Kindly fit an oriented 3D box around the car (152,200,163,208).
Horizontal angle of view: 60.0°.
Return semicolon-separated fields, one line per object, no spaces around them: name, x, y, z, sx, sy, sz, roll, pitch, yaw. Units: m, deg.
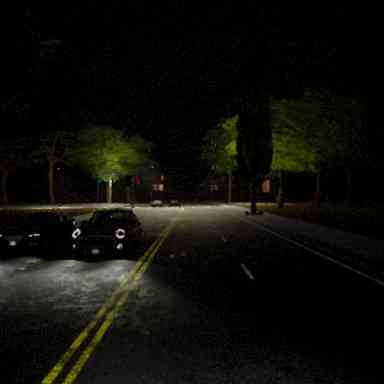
car;-6.451;2.262;62.638;2.033;1.411;5.357;0;-1;0

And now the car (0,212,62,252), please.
car;-6.588;1.647;14.679;2.128;1.511;4.902;0;-1;0

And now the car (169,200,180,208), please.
car;-3.207;2.274;62.137;1.994;1.385;4.181;0;-1;0

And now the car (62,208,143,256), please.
car;-3.340;1.498;13.760;2.097;1.767;4.553;0;-1;0
